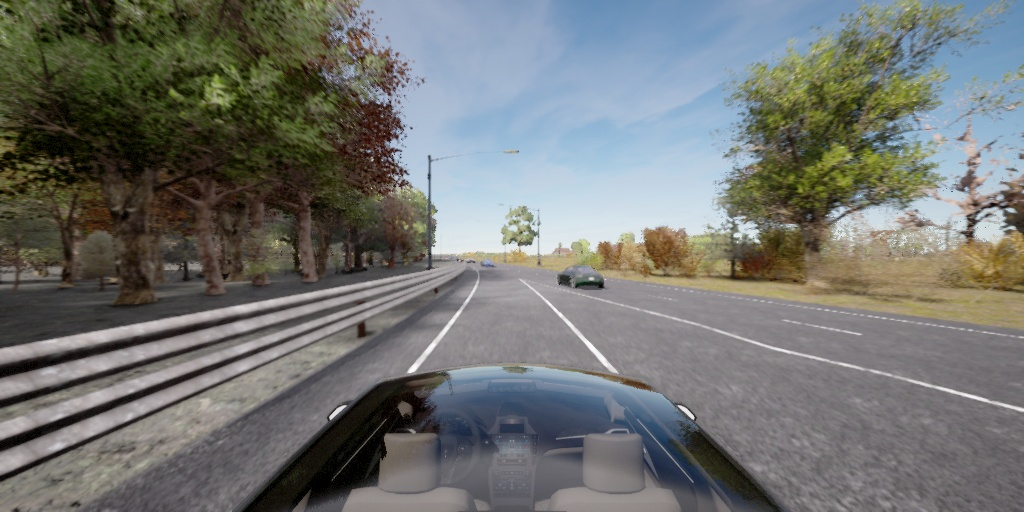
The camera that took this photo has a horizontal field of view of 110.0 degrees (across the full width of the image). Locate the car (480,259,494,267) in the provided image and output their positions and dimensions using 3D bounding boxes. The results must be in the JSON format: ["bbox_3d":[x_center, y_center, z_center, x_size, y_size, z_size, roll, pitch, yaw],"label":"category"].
[{"bbox_3d":[-4.412,1.207,62.147,2.033,1.411,5.357,0,0,-13],"label":"car"}]

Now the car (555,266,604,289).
[{"bbox_3d":[4.281,1.306,23.207,1.994,1.385,4.181,0,0,-13],"label":"car"}]
